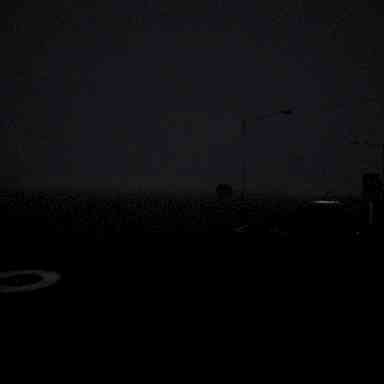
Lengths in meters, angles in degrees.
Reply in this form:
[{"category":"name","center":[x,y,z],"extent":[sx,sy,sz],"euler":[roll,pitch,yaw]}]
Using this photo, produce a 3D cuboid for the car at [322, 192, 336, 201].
[{"category":"car","center":[21.445,0.687,51.884],"extent":[2.033,1.411,5.357],"euler":[1,1,27]}]
